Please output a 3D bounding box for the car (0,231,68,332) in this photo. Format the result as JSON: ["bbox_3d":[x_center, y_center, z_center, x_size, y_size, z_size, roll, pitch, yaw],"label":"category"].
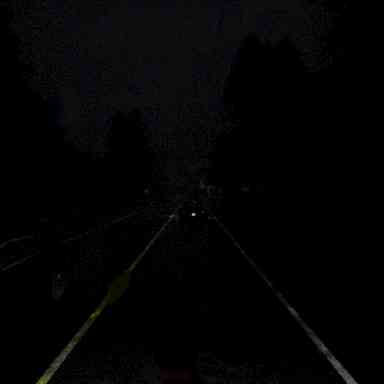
[{"bbox_3d":[-3.601,1.467,5.339,2.128,1.511,4.902,0,0,0],"label":"car"}]

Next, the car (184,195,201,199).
[{"bbox_3d":[0.102,1.162,41.470,2.097,1.767,4.553,0,0,0],"label":"car"}]

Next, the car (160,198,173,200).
[{"bbox_3d":[-3.499,1.038,46.201,1.895,1.301,4.718,0,0,0],"label":"car"}]

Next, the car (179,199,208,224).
[{"bbox_3d":[0.100,1.454,23.990,1.994,1.385,4.181,0,0,0],"label":"car"}]
